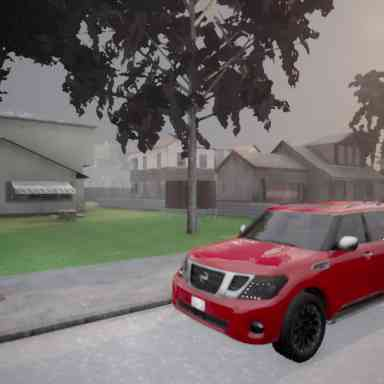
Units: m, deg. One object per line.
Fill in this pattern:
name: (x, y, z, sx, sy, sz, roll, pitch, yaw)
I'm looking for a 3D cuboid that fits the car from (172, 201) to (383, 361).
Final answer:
car: (2.331, 1.224, 6.286, 5.566, 2.045, 2.150, 0, 0, -36)
